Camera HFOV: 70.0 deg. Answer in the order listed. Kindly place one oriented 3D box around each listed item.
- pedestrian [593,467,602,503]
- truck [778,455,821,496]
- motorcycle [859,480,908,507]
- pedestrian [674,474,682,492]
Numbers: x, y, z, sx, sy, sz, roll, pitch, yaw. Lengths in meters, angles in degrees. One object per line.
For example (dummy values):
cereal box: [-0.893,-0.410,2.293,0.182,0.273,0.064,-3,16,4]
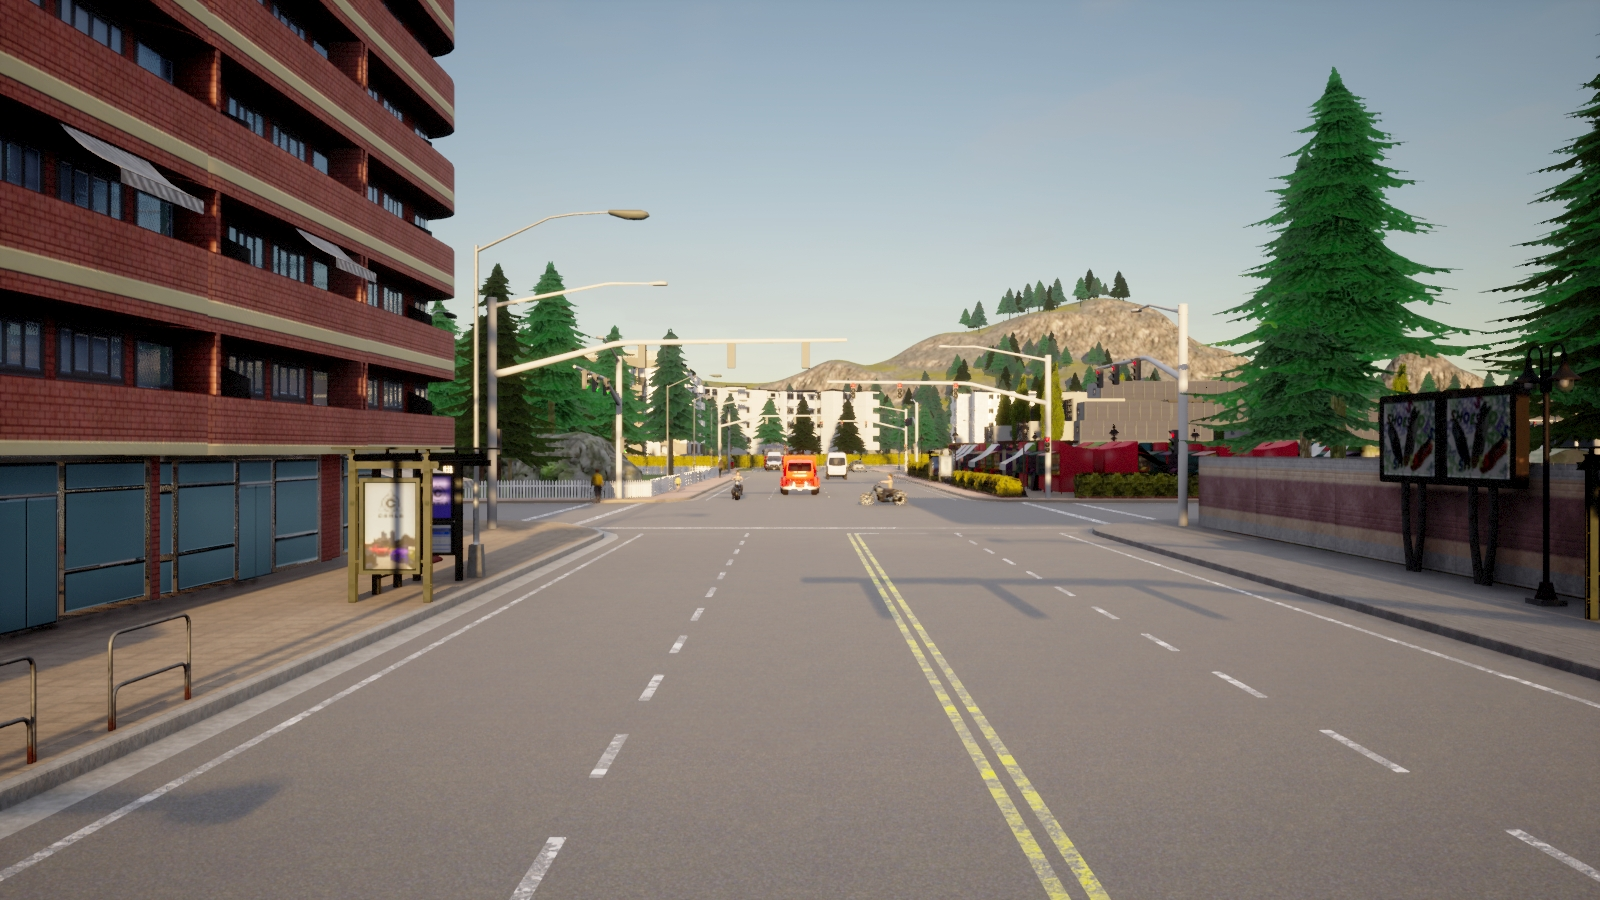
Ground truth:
pedestrian: [-10.375,1.795,58.585,0.375,1.860,0.375,0,0,-3]
truck: [-0.006,1.572,72.542,2.627,2.467,5.204,0,0,0]
motorcycle: [4.134,2.141,56.587,2.356,1.307,0.764,0,0,0]
pedestrian: [-7.745,2.079,72.521,0.500,1.100,0.500,0,0,0]
